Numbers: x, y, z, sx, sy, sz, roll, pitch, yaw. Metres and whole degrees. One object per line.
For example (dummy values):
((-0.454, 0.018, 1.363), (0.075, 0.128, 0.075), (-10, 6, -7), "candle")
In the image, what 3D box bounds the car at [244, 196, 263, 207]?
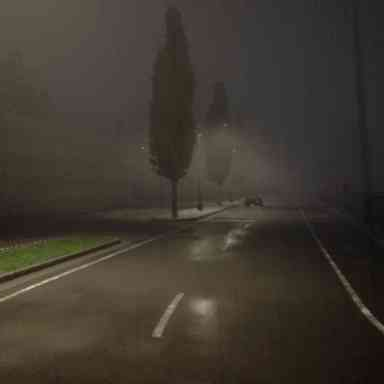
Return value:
((7.592, 1.124, 40.746), (1.895, 1.301, 4.718), (0, 1, 16), "car")
